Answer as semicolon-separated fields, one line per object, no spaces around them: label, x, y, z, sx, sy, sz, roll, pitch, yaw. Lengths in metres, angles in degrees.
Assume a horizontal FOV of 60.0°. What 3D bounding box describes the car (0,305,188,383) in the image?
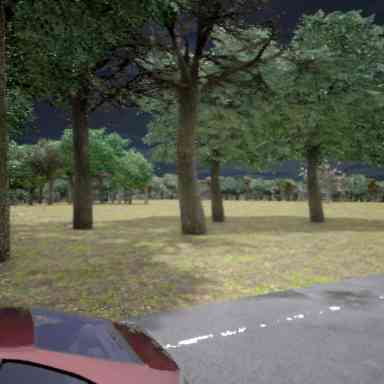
car;-2.047;1.624;2.226;4.181;1.385;1.994;1;-1;-28
